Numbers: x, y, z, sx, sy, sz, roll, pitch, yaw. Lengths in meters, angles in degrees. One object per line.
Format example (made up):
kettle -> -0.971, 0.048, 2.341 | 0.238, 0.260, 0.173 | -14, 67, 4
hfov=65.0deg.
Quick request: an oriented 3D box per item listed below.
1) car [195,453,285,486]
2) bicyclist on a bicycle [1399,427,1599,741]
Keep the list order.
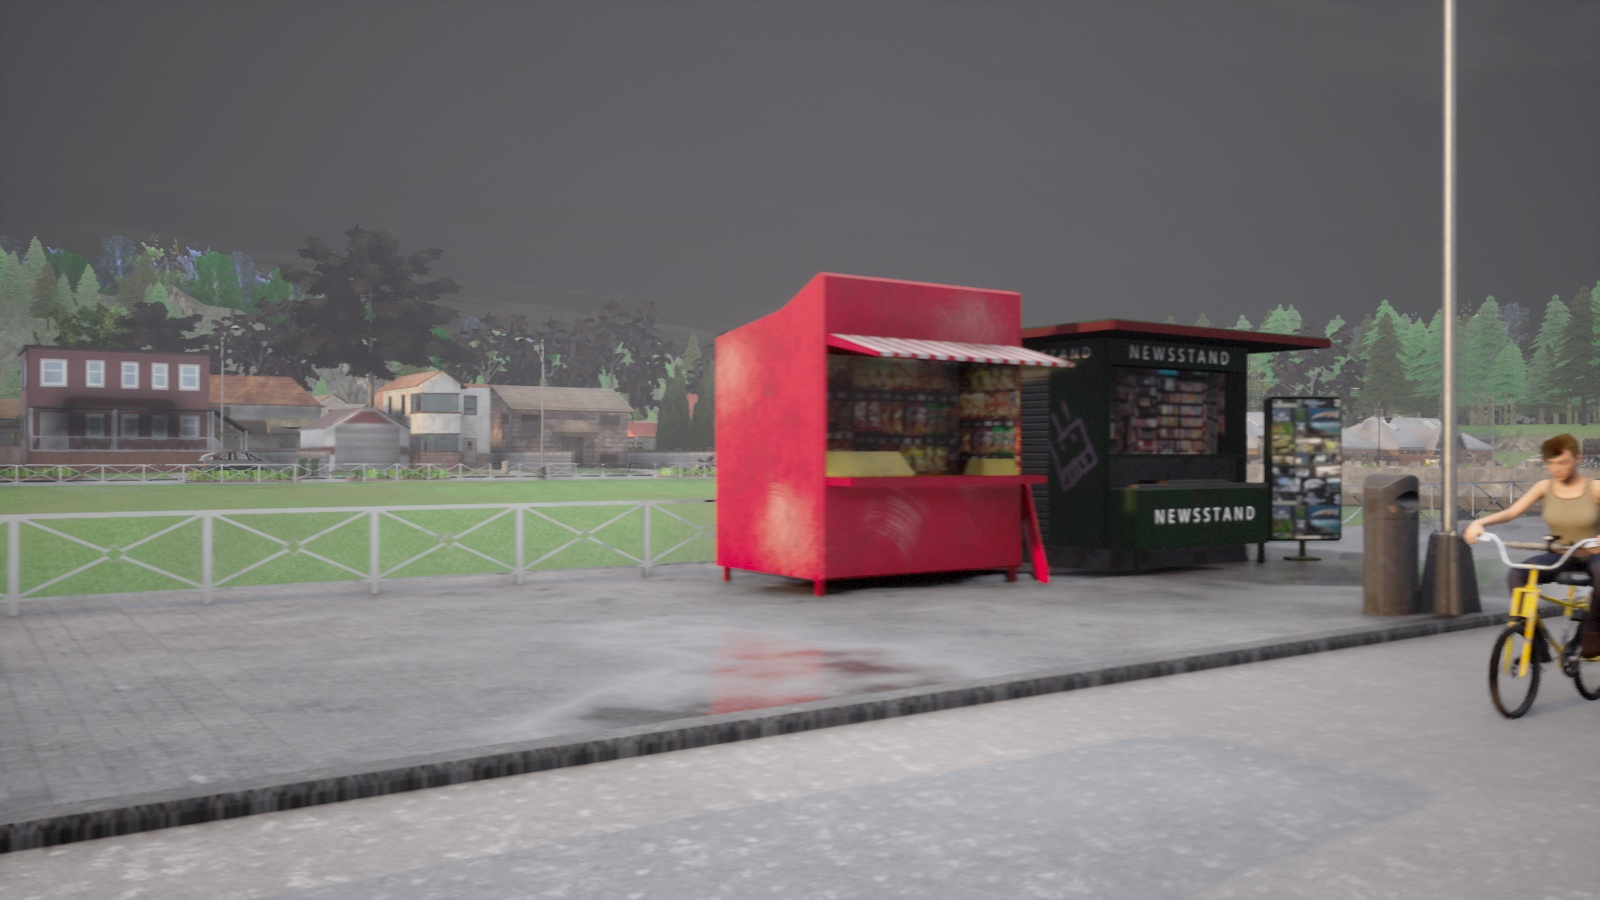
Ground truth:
car -> -27.037, 0.929, 60.630 | 3.705, 1.549, 1.789 | 0, 0, -35
bicyclist on a bicycle -> 4.293, 0.690, 7.249 | 1.509, 1.612, 0.866 | 0, 0, -35
